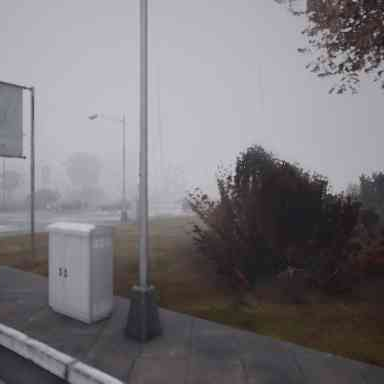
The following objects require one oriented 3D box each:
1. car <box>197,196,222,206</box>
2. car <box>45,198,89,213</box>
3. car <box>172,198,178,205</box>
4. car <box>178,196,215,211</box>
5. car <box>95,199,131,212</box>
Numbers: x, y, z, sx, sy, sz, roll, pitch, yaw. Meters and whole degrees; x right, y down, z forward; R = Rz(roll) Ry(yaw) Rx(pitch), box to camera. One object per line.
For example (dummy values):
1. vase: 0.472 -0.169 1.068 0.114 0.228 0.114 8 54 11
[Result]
1. car: 3.006 1.401 55.728 1.882 1.535 5.008 0 0 33
2. car: -13.565 1.417 36.363 2.128 1.511 4.902 0 0 32
3. car: -1.377 1.393 55.405 1.882 1.535 5.008 0 0 33
4. car: 0.793 1.296 39.197 2.097 1.767 4.553 0 0 32
5. car: -8.397 1.479 37.973 2.033 1.411 5.357 0 0 32
